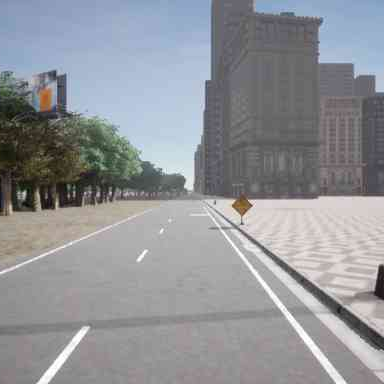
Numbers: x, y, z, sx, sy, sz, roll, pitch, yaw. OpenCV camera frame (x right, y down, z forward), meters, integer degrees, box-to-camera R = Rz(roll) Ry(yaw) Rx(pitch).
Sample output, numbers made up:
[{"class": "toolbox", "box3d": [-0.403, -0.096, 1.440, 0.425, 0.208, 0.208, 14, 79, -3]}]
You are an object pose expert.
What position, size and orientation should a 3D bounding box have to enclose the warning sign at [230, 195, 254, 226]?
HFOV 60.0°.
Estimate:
[{"class": "warning sign", "box3d": [3.048, 1.112, 20.285, 1.300, 1.860, 1.060, 0, 0, 0]}]
